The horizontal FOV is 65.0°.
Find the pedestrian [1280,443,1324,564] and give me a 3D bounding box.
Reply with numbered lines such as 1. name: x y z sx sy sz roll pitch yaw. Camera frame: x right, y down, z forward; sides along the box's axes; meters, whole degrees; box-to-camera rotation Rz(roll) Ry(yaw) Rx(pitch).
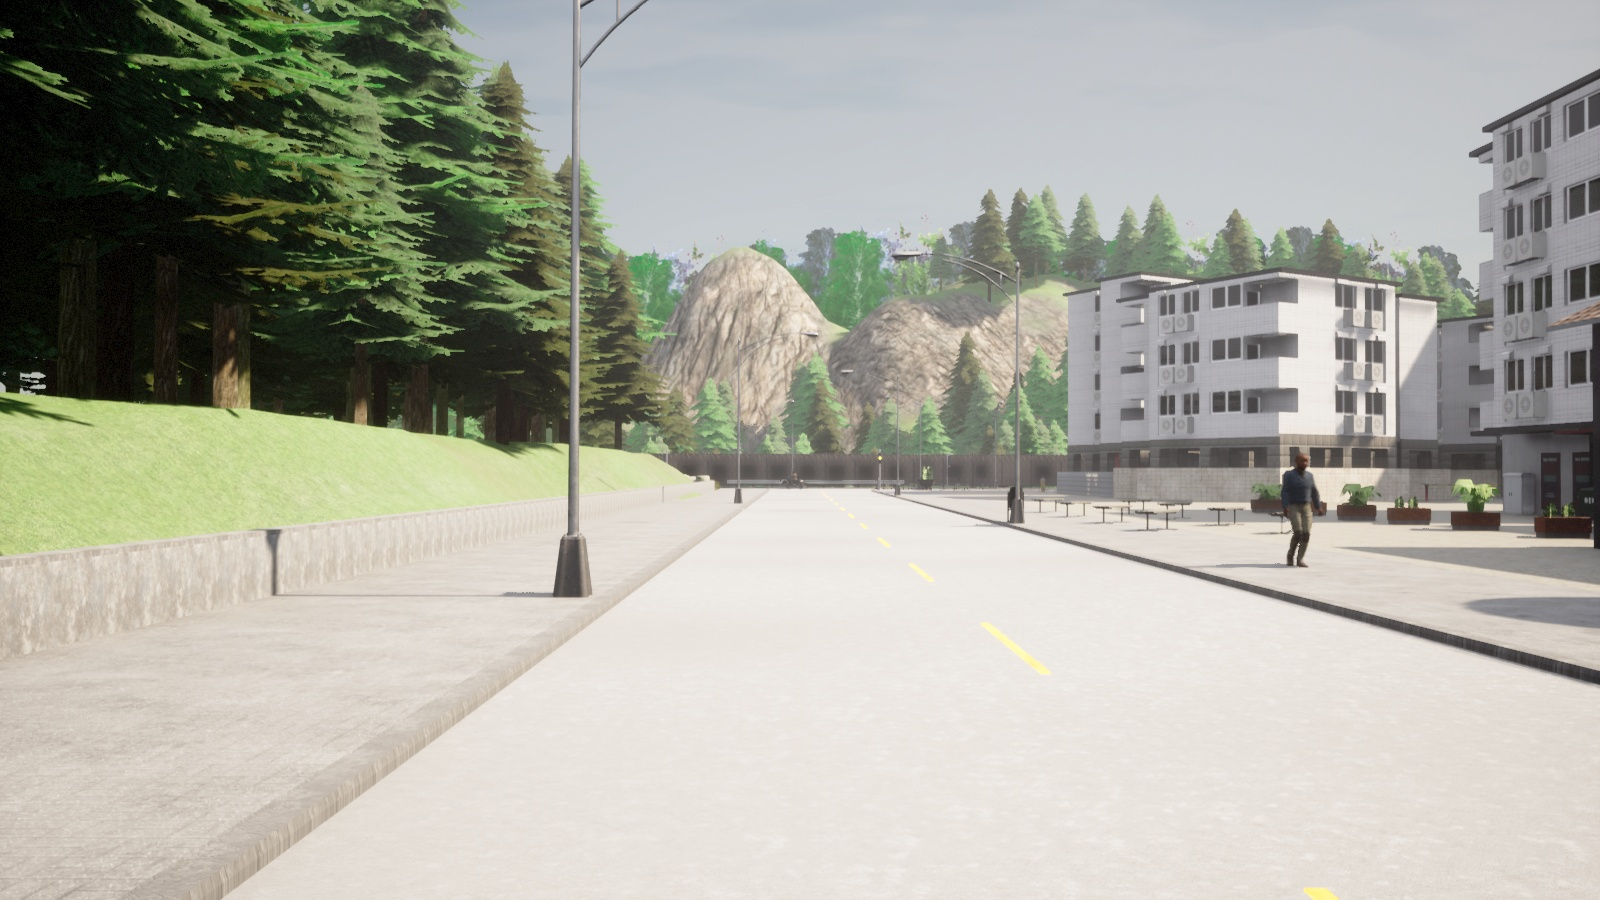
1. pedestrian: 7.736 0.818 19.370 0.370 1.835 0.726 0 -1 1
